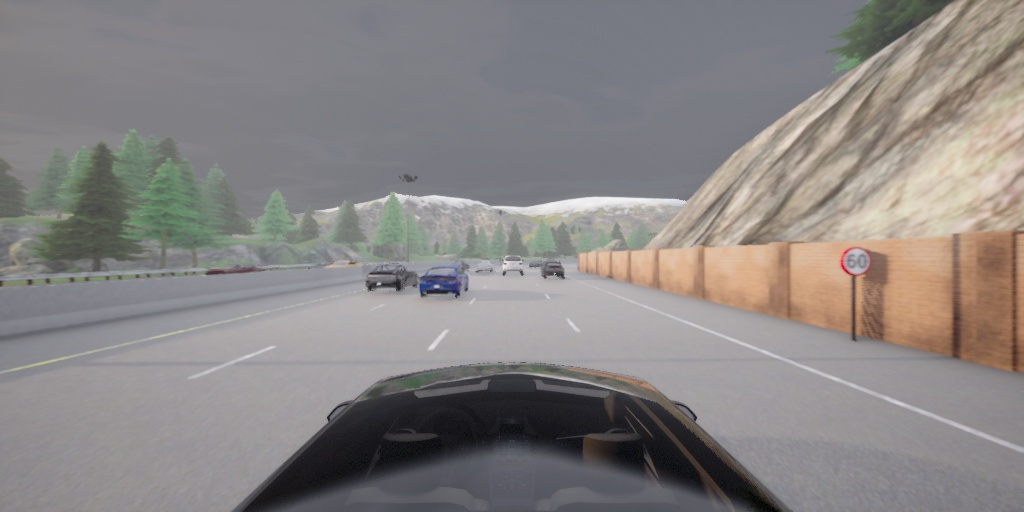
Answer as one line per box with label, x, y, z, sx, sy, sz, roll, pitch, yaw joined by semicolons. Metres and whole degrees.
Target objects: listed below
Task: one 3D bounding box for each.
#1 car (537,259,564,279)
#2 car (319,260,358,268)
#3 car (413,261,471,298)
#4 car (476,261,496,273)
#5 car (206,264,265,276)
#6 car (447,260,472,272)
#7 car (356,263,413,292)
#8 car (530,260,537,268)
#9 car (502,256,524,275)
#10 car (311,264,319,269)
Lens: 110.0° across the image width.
car;3.609;1.255;32.677;1.837;1.490;4.892;0;0;0
car;-17.535;1.229;37.404;1.882;1.535;5.008;0;0;1
car;-3.394;1.228;18.661;1.882;1.535;5.008;0;0;0
car;-3.159;1.277;44.211;1.812;1.442;4.674;0;0;4
car;-24.583;1.352;32.042;1.895;1.301;4.718;0;0;0
car;-6.696;1.298;46.353;2.033;1.411;5.357;0;0;4
car;-6.894;1.242;21.044;2.128;1.511;4.902;0;0;0
car;4.539;1.315;62.759;1.994;1.385;4.181;0;0;21
car;0.123;0.972;39.411;2.150;2.045;5.566;0;0;0
car;-20.953;1.315;40.767;1.994;1.385;4.181;0;0;1
